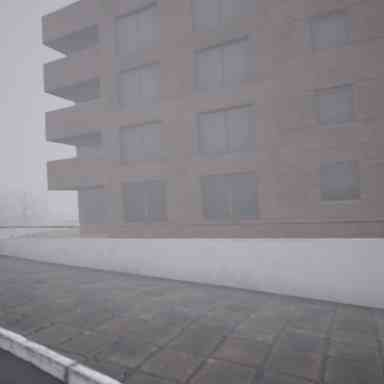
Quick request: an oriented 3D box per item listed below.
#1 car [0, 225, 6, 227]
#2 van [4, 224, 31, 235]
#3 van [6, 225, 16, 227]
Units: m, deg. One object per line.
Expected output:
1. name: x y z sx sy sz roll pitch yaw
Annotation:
1. car: -38.152 7.266 61.767 5.366 1.575 1.946 -2 -7 6
2. van: -35.197 7.643 67.171 4.442 1.987 1.878 -2 -7 6
3. van: -36.527 7.338 64.467 4.442 1.987 1.878 -2 -7 6
